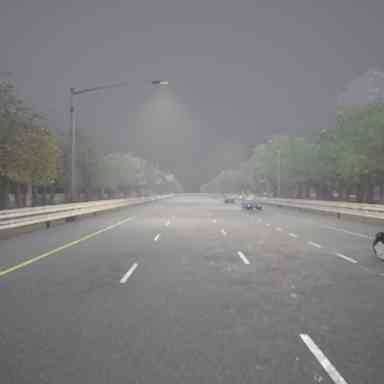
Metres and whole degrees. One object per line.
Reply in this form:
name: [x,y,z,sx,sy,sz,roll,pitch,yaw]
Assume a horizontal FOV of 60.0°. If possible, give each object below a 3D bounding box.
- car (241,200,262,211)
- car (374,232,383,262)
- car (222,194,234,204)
car: [7.094,1.613,40.128,1.895,1.301,4.718,0,0,0]
car: [7.008,1.496,9.111,1.882,1.535,5.008,0,0,0]
car: [7.206,1.545,65.065,1.812,1.442,4.674,0,0,0]
